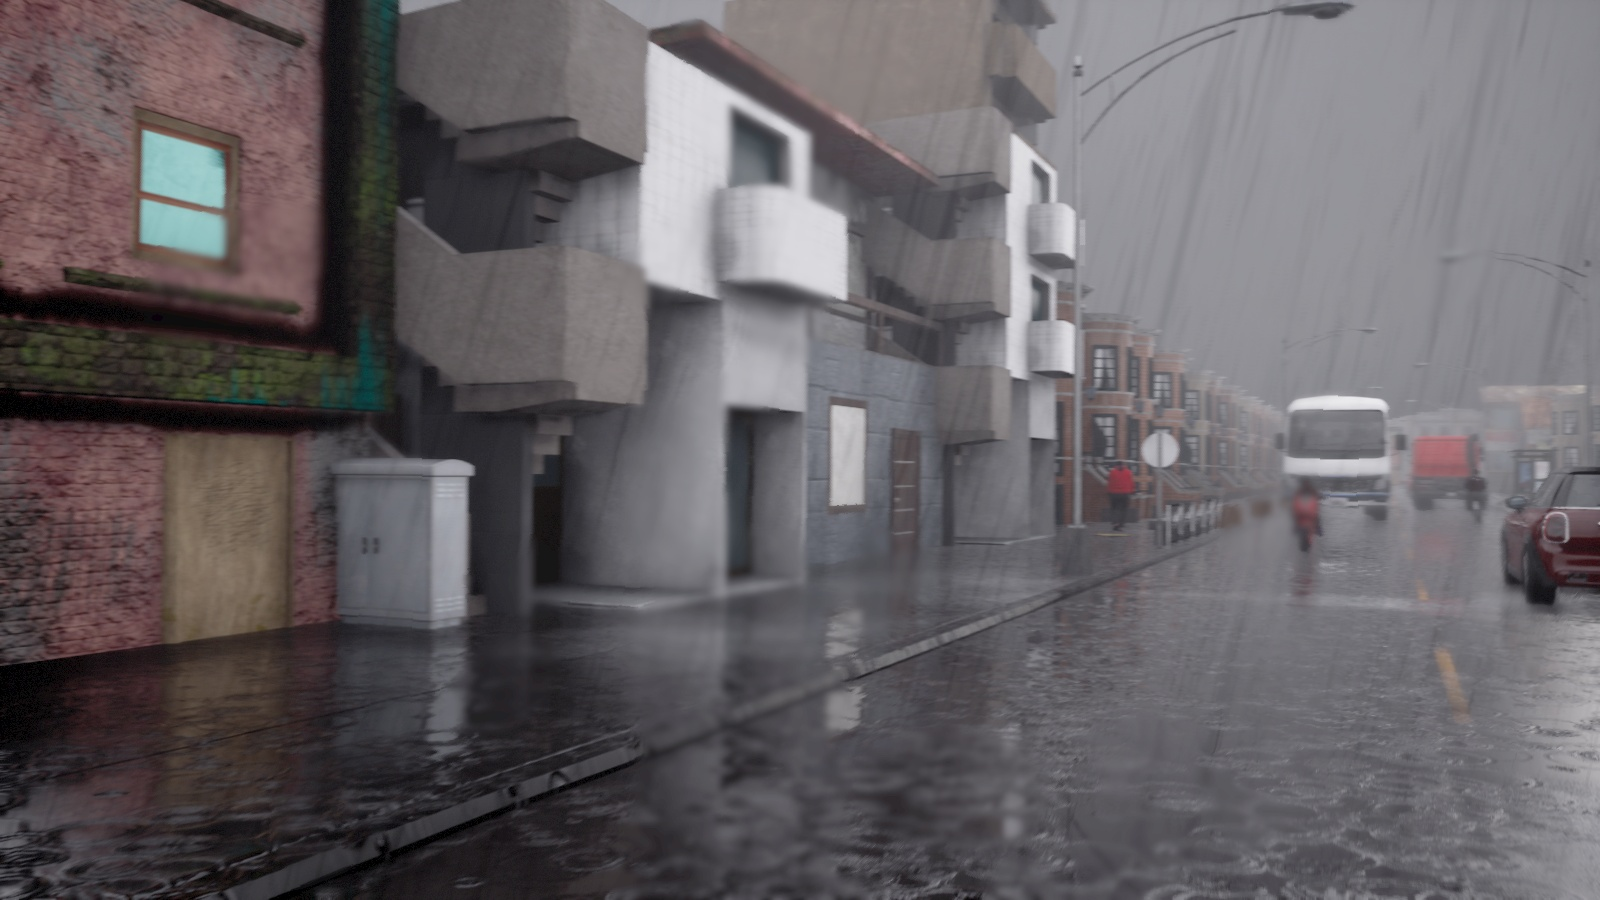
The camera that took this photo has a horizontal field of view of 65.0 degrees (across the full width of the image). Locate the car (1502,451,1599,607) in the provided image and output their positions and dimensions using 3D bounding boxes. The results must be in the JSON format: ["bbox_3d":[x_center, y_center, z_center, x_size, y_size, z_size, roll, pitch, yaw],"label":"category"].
[{"bbox_3d":[10.401,0.924,16.122,2.097,1.767,4.553,-1,-1,25],"label":"car"}]

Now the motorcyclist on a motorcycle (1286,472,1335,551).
[{"bbox_3d":[10.266,1.201,25.227,0.797,1.523,2.044,-1,-1,25],"label":"motorcyclist on a motorcycle"}]

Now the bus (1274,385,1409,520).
[{"bbox_3d":[19.570,0.159,45.039,3.944,4.253,10.273,-1,-1,25],"label":"bus"}]

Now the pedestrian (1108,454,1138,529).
[{"bbox_3d":[8.042,1.035,31.277,0.634,1.844,0.899,0,-1,9],"label":"pedestrian"}]

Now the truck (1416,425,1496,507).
[{"bbox_3d":[29.696,0.738,57.106,2.891,3.462,7.936,-1,-1,25],"label":"truck"}]
